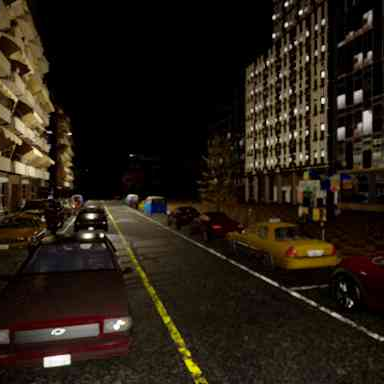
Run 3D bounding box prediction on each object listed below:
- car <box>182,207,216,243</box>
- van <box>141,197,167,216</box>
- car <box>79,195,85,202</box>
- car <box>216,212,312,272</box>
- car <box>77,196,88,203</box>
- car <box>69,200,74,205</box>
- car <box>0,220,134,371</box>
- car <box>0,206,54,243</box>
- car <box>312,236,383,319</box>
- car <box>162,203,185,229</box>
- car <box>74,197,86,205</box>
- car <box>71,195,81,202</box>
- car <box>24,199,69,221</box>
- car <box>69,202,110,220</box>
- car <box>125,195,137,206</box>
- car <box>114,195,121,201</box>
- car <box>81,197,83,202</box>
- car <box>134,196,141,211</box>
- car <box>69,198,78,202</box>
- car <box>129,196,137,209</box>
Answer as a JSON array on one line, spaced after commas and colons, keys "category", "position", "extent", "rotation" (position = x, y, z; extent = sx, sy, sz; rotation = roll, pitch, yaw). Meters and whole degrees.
[{"category": "car", "position": [1.051, 1.579, 15.884], "extent": [1.802, 1.307, 4.206], "rotation": [0, 0, -16]}, {"category": "van", "position": [-3.494, 1.341, 31.828], "extent": [1.690, 1.788, 3.998], "rotation": [0, 0, -16]}, {"category": "car", "position": [-16.097, 1.554, 45.476], "extent": [1.887, 1.381, 4.507], "rotation": [0, 0, -16]}, {"category": "car", "position": [2.519, 1.523, 10.731], "extent": [1.752, 1.417, 4.829], "rotation": [0, 0, -16]}, {"category": "car", "position": [-23.671, 1.603, 72.051], "extent": [1.947, 1.339, 4.313], "rotation": [0, 0, -16]}, {"category": "car", "position": [-10.037, 1.549, 24.217], "extent": [2.008, 1.369, 4.403], "rotation": [0, 0, -16]}, {"category": "car", "position": [-2.251, 1.546, 6.380], "extent": [2.033, 1.411, 5.357], "rotation": [0, 0, -15]}, {"category": "car", "position": [-6.962, 1.523, 13.423], "extent": [1.752, 1.417, 4.829], "rotation": [0, 0, -16]}, {"category": "car", "position": [4.080, 1.439, 5.252], "extent": [1.967, 1.590, 4.097], "rotation": [0, 0, -16]}, {"category": "car", "position": [-0.464, 1.579, 21.198], "extent": [1.802, 1.307, 4.206], "rotation": [0, 0, -16]}, {"category": "car", "position": [-20.641, 1.607, 61.421], "extent": [1.802, 1.307, 4.206], "rotation": [0, 0, -16]}, {"category": "car", "position": [-13.068, 1.442, 34.845], "extent": [1.967, 1.590, 4.097], "rotation": [0, 0, -16]}, {"category": "car", "position": [-8.525, 1.313, 18.901], "extent": [2.192, 1.841, 5.009], "rotation": [0, 0, -16]}, {"category": "car", "position": [-6.057, 1.545, 20.080], "extent": [2.033, 1.411, 5.357], "rotation": [0, 0, -16]}, {"category": "car", "position": [-8.038, 1.449, 47.773], "extent": [1.967, 1.590, 4.097], "rotation": [0, 0, -16]}, {"category": "car", "position": [-20.156, 1.606, 90.293], "extent": [1.887, 1.381, 4.507], "rotation": [0, 0, -16]}, {"category": "car", "position": [-14.582, 1.571, 40.161], "extent": [1.947, 1.339, 4.313], "rotation": [0, 0, -16]}, {"category": "car", "position": [-5.054, 1.527, 37.306], "extent": [1.752, 1.417, 4.829], "rotation": [0, 0, -16]}, {"category": "car", "position": [-11.552, 1.551, 29.532], "extent": [2.008, 1.369, 4.403], "rotation": [0, 0, -16]}, {"category": "car", "position": [-6.523, 1.571, 42.458], "extent": [1.947, 1.339, 4.313], "rotation": [0, 0, -16]}]
